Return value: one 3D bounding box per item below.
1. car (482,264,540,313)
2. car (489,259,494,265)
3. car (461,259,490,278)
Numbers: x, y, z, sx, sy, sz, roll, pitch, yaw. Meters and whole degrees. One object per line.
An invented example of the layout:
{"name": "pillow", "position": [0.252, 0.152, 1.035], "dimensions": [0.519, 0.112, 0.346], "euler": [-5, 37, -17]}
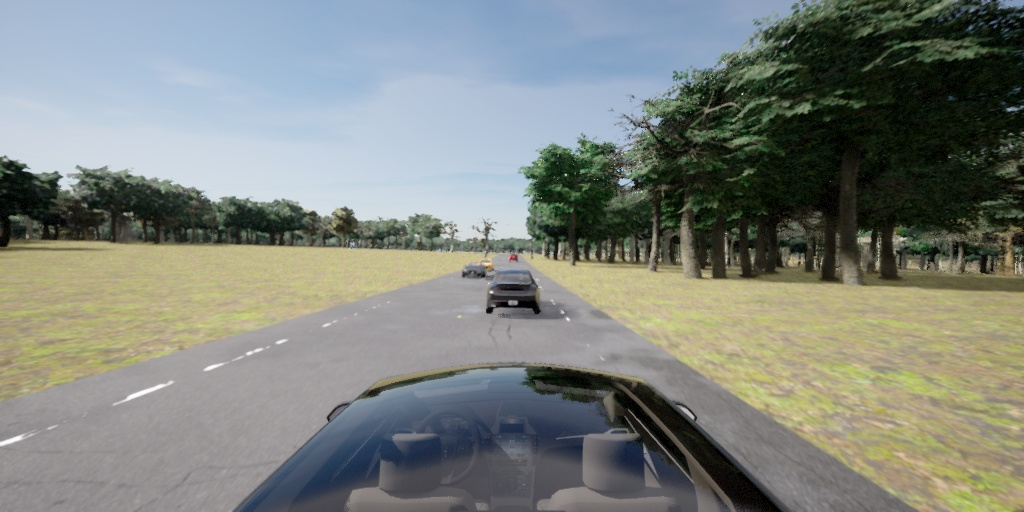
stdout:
{"name": "car", "position": [0.047, 1.255, 13.961], "dimensions": [1.837, 1.490, 4.892], "euler": [1, 0, 0]}
{"name": "car", "position": [-3.299, 1.110, 45.620], "dimensions": [1.882, 1.535, 5.008], "euler": [1, 0, 0]}
{"name": "car", "position": [-3.364, 1.251, 32.754], "dimensions": [1.994, 1.385, 4.181], "euler": [1, 0, 0]}
